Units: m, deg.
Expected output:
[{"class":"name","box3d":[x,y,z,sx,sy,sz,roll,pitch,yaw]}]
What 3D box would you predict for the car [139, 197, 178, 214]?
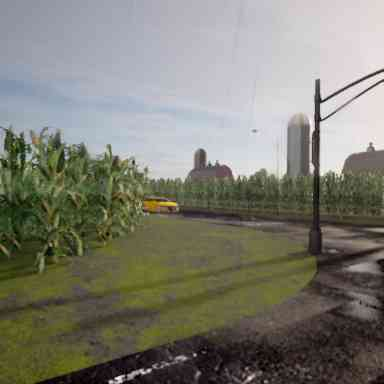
[{"class":"car","box3d":[-3.235,1.216,31.726,1.882,1.535,5.008,1,0,-38]}]
